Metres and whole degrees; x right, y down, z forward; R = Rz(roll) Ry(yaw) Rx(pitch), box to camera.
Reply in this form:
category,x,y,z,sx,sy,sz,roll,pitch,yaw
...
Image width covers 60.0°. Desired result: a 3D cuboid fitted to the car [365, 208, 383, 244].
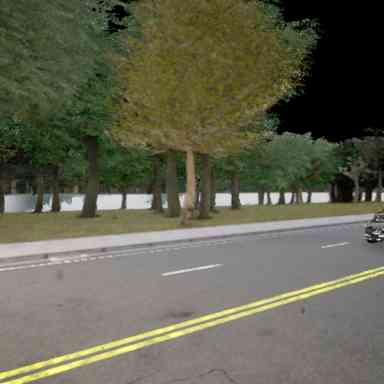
category,x,y,z,sx,sy,sz,roll,pitch,yaw
car,9.391,1.455,14.409,4.892,1.490,1.837,0,0,-36

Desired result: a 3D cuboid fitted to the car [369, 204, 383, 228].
category,x,y,z,sx,sy,sz,roll,pitch,yaw
car,13.411,1.493,21.301,4.181,1.385,1.994,0,0,-36
